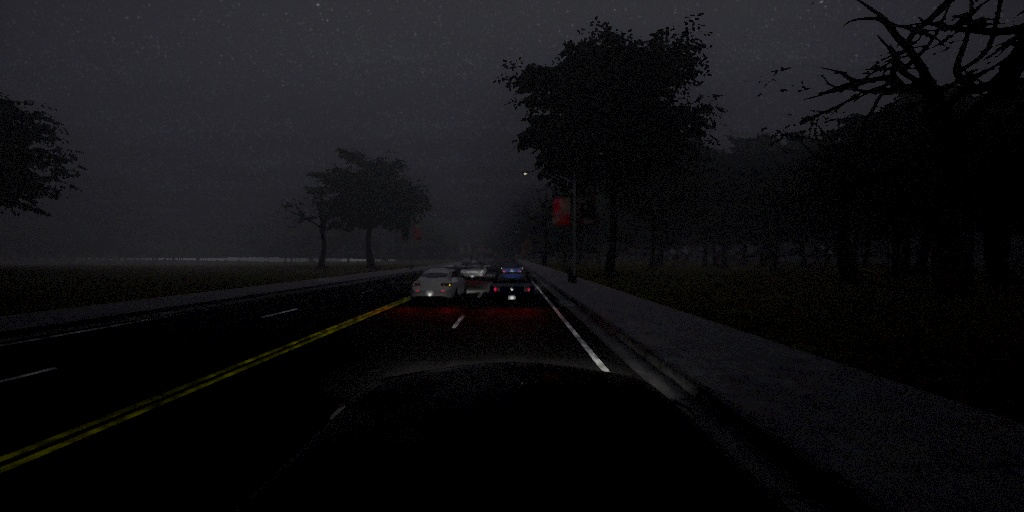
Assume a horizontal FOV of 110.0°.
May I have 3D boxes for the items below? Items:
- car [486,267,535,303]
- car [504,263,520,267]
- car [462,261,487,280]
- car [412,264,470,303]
[{"bbox_3d":[0.000,1.369,16.530,1.895,1.301,4.718,0,0,0],"label":"car"},{"bbox_3d":[0.000,1.322,31.500,2.033,1.411,5.357,0,0,0],"label":"car"},{"bbox_3d":[-3.250,1.375,31.531,1.895,1.301,4.718,0,0,0],"label":"car"},{"bbox_3d":[-3.250,1.285,16.501,1.812,1.442,4.674,0,0,0],"label":"car"}]
